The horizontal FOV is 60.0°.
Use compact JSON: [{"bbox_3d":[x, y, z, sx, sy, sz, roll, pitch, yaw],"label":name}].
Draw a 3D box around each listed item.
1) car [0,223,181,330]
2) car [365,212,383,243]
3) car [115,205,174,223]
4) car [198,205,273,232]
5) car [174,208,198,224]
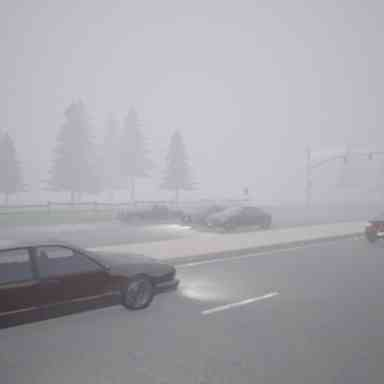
[{"bbox_3d":[-2.858,1.551,6.024,5.357,1.411,2.033,0,0,-36],"label":"car"},{"bbox_3d":[9.567,1.528,14.923,4.674,1.442,1.812,0,0,-36],"label":"car"},{"bbox_3d":[-3.163,1.611,24.417,4.718,1.301,1.895,0,0,-35],"label":"car"},{"bbox_3d":[2.931,1.532,20.140,4.674,1.442,1.812,0,0,-35],"label":"car"},{"bbox_3d":[1.250,1.574,23.236,4.181,1.385,1.994,0,0,-36],"label":"car"}]
